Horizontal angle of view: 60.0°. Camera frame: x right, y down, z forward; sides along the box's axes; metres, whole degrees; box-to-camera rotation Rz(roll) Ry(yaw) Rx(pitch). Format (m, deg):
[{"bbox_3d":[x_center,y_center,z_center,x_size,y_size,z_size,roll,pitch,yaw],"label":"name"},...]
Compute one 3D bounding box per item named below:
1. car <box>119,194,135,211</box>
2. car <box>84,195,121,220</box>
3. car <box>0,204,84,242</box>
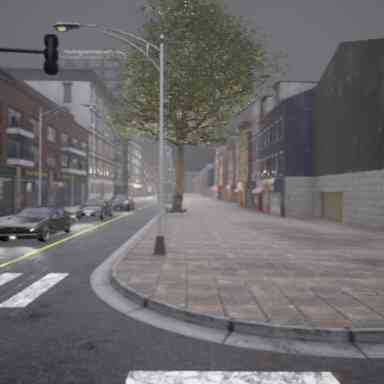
[{"bbox_3d":[-7.357,1.046,35.266,2.097,1.767,4.553,0,0,-1],"label":"car"},{"bbox_3d":[-7.187,1.245,25.304,2.128,1.511,4.902,0,0,-1],"label":"car"},{"bbox_3d":[-7.013,1.362,15.547,2.033,1.411,5.357,0,0,-1],"label":"car"}]
